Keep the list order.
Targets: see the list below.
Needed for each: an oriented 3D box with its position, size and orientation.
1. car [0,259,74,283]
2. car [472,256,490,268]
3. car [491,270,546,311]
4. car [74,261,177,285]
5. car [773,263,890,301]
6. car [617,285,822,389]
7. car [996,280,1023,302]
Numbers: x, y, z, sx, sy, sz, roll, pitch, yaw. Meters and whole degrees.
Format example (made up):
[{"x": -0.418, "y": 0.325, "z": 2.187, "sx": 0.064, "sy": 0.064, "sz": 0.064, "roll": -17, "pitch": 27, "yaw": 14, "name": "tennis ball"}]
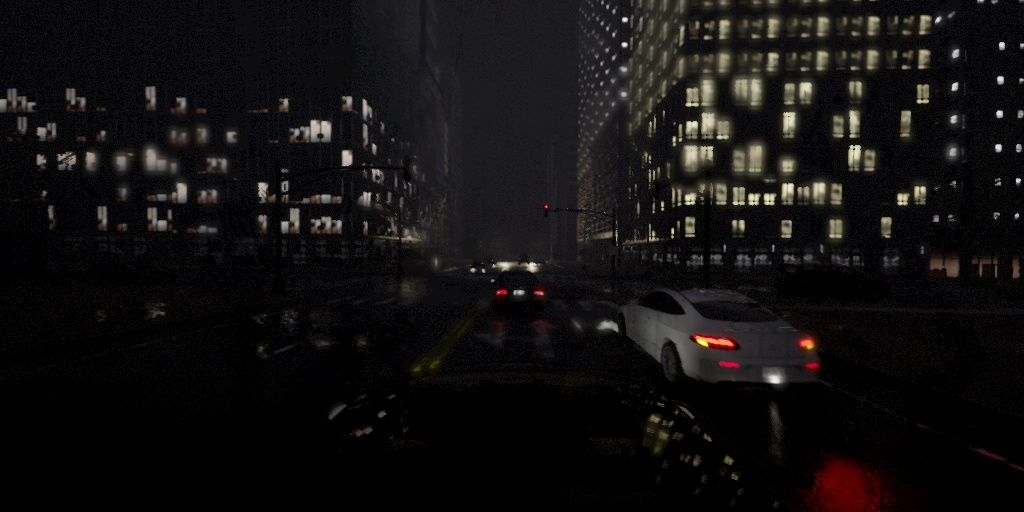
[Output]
[{"x": -27.816, "y": 0.873, "z": 21.230, "sx": 4.207, "sy": 1.307, "sz": 1.802, "roll": 0, "pitch": 0, "yaw": 3, "name": "car"}, {"x": -4.829, "y": 0.981, "z": 53.542, "sx": 1.882, "sy": 1.535, "sz": 5.008, "roll": 0, "pitch": 0, "yaw": 2, "name": "car"}, {"x": 0.153, "y": 1.273, "z": 14.166, "sx": 2.033, "sy": 1.411, "sz": 5.357, "roll": 1, "pitch": -1, "yaw": -3, "name": "car"}, {"x": -22.141, "y": 0.952, "z": 20.899, "sx": 4.313, "sy": 1.339, "sz": 1.948, "roll": 0, "pitch": 0, "yaw": 3, "name": "car"}, {"x": 16.738, "y": 1.345, "z": 19.013, "sx": 5.009, "sy": 1.841, "sz": 2.192, "roll": 0, "pitch": 0, "yaw": 3, "name": "car"}, {"x": 3.372, "y": 1.282, "z": 6.795, "sx": 1.812, "sy": 1.442, "sz": 4.674, "roll": 0, "pitch": 0, "yaw": 2, "name": "car"}, {"x": 28.172, "y": 1.741, "z": 18.417, "sx": 4.829, "sy": 1.417, "sz": 1.751, "roll": 0, "pitch": 0, "yaw": 3, "name": "car"}]
